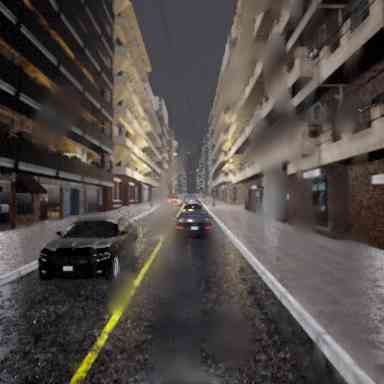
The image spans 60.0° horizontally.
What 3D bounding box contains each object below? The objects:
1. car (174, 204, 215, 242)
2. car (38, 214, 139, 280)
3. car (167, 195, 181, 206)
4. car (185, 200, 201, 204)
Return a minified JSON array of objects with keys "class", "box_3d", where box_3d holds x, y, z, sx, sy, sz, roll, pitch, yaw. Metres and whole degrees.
[{"class":"car","box_3d":[0.104,1.554,16.365,2.033,1.411,5.357,0,0,0]},{"class":"car","box_3d":[-2.847,1.483,10.127,1.882,1.535,5.008,0,0,0]},{"class":"car","box_3d":[-2.802,1.336,53.240,2.097,1.767,4.553,0,0,0]},{"class":"car","box_3d":[0.107,1.562,37.806,1.994,1.385,4.181,0,0,0]}]
